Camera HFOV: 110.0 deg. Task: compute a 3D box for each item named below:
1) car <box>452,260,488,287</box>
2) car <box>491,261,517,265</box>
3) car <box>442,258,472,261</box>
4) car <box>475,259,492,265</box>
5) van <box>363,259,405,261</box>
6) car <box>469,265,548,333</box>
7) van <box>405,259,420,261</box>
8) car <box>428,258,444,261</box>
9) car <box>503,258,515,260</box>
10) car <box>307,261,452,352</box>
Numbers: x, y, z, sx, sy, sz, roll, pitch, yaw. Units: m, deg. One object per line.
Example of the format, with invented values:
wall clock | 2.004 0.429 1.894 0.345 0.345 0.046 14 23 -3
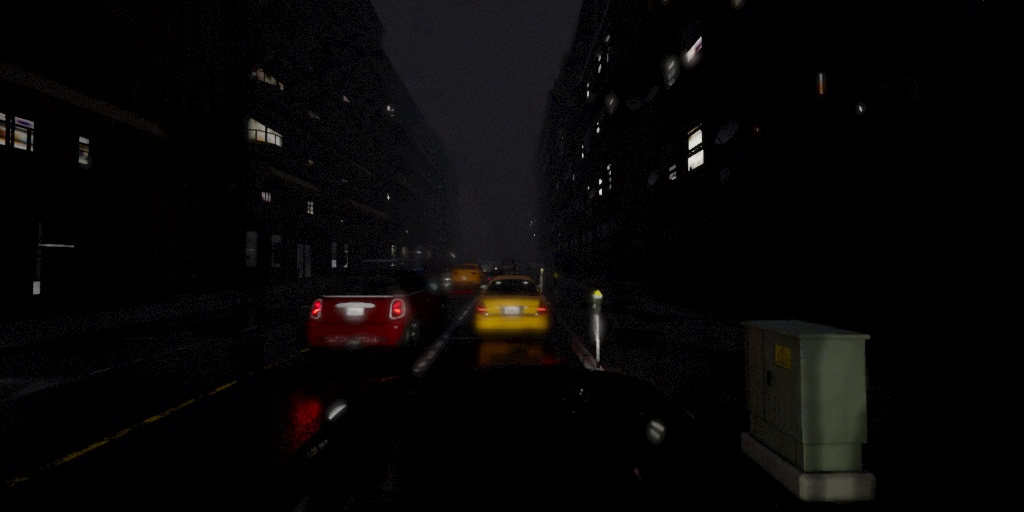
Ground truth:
car | -2.949 1.248 24.853 1.882 1.535 5.008 0 0 0
car | -0.452 1.322 28.072 1.888 1.381 4.507 0 0 0
car | -5.850 1.276 38.629 1.882 1.535 5.008 0 0 0
car | -2.945 1.329 40.771 1.812 1.442 4.674 0 0 0
van | -8.335 1.108 22.603 1.690 1.789 3.998 0 0 0
car | 0.004 1.212 10.693 1.801 1.575 5.366 0 0 0
van | -8.335 1.118 28.134 1.690 1.789 3.998 0 0 0
car | -8.335 1.115 39.194 2.192 1.841 5.009 0 0 0
car | -0.445 1.240 39.134 1.967 1.591 4.097 0 0 0
car | -3.020 1.105 9.046 2.097 1.767 4.553 0 0 0
